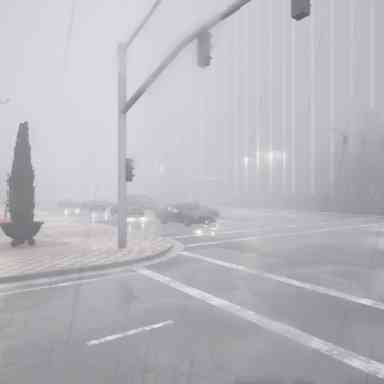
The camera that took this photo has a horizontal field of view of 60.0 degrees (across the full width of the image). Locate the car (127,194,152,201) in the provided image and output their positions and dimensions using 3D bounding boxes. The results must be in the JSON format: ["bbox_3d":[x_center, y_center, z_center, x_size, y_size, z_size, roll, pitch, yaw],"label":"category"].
[{"bbox_3d":[-5.888,1.221,36.607,2.150,2.045,5.566,0,0,-36],"label":"car"}]

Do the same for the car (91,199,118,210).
[{"bbox_3d":[-11.834,1.601,44.871,1.895,1.301,4.718,0,0,-36],"label":"car"}]

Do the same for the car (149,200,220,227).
[{"bbox_3d":[-0.633,1.548,23.358,2.033,1.411,5.357,0,0,-36],"label":"car"}]

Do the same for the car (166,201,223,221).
[{"bbox_3d":[0.070,1.547,28.359,2.033,1.411,5.357,0,0,-36],"label":"car"}]

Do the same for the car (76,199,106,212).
[{"bbox_3d":[-11.418,1.601,38.295,1.895,1.301,4.718,0,0,-36],"label":"car"}]

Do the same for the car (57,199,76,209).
[{"bbox_3d":[-17.374,1.601,46.601,1.895,1.301,4.718,0,0,-35],"label":"car"}]

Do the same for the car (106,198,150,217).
[{"bbox_3d":[-6.038,1.564,30.844,1.994,1.385,4.181,0,0,-35],"label":"car"}]
